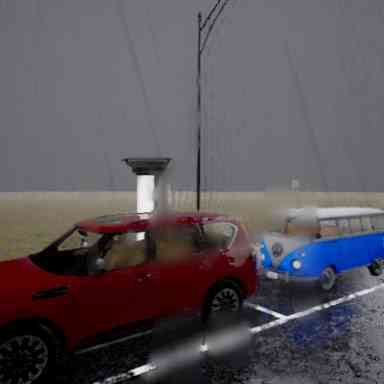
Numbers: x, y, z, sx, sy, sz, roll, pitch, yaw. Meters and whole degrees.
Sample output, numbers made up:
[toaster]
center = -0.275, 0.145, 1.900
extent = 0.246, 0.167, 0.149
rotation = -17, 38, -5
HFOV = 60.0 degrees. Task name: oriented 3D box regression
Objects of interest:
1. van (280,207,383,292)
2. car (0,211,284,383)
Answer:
[van]
center = 3.500, 1.307, 8.579
extent = 3.998, 1.788, 1.690
rotation = 0, 1, -35
[car]
center = -1.103, 1.306, 5.297
extent = 5.009, 1.841, 2.192
rotation = 0, 1, -35
